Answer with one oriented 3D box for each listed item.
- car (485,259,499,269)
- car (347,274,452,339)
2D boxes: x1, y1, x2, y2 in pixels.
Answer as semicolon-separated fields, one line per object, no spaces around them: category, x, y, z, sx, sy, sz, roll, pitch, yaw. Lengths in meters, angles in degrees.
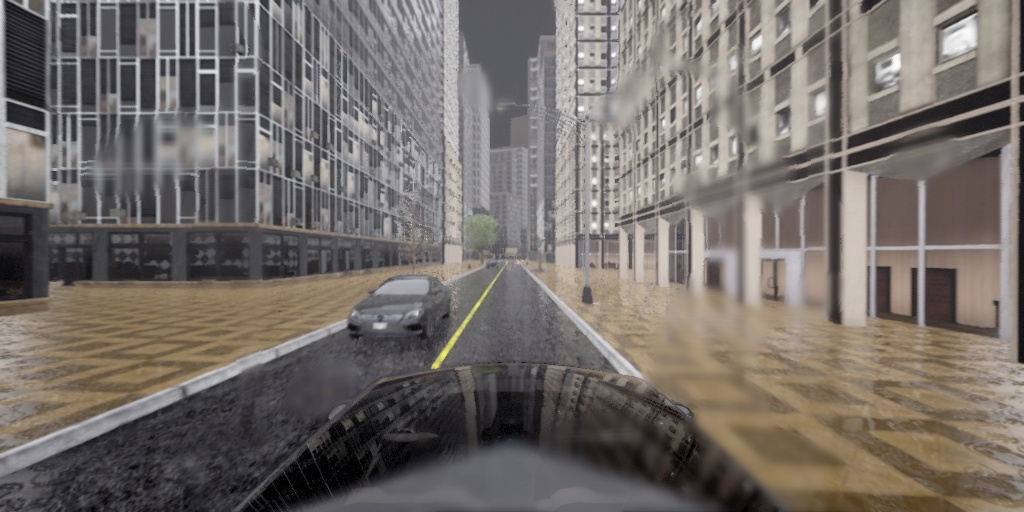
car;-2.828;1.190;53.091;2.033;1.411;5.357;0;0;0
car;-2.853;1.250;10.077;1.812;1.442;4.674;0;0;0
